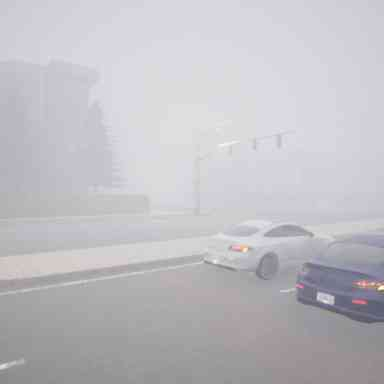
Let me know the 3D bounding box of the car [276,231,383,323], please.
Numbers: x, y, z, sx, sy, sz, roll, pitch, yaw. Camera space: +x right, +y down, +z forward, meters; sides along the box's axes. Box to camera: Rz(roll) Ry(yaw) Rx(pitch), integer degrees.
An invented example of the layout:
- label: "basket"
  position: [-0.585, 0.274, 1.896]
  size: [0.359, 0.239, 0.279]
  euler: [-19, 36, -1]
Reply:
- label: "car"
  position: [3.994, 1.534, 6.693]
  size: [4.674, 1.442, 1.812]
  euler: [0, 0, -36]

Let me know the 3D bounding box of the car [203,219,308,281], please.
- label: "car"
  position: [2.457, 1.536, 9.913]
  size: [4.674, 1.442, 1.812]
  euler: [0, 0, -36]
